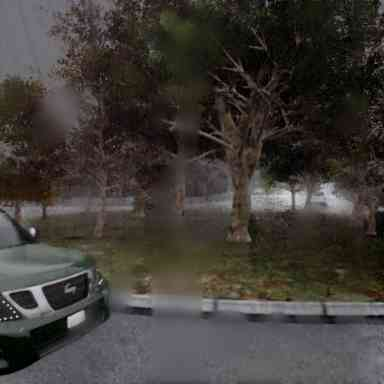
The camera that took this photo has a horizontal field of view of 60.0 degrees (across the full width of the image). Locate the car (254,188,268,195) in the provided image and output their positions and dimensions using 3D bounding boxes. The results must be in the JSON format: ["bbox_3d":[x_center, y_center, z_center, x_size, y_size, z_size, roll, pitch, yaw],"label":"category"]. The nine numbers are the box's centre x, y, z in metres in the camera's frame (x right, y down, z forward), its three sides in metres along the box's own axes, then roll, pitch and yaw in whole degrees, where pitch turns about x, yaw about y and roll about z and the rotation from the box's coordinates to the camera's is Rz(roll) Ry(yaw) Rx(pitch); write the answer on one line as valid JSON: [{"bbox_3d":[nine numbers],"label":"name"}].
[{"bbox_3d":[15.507,-0.205,75.520,1.946,1.575,5.366,0,4,27],"label":"car"}]

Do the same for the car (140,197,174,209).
[{"bbox_3d":[-4.710,1.424,44.523,4.181,1.385,1.994,0,0,-19],"label":"car"}]

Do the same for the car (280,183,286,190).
[{"bbox_3d":[22.983,-1.535,90.572,2.435,2.045,5.566,0,4,26],"label":"car"}]

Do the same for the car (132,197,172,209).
[{"bbox_3d":[-4.925,1.378,40.882,4.892,1.490,1.837,0,0,-24],"label":"car"}]

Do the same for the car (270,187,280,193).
[{"bbox_3d":[20.413,-0.915,85.394,1.946,1.575,5.366,0,4,26],"label":"car"}]

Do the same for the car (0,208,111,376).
[{"bbox_3d":[-3.981,1.184,5.181,5.566,2.045,2.150,1,0,22],"label":"car"}]

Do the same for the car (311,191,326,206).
[{"bbox_3d":[18.119,0.858,48.496,2.150,2.045,5.566,0,2,14],"label":"car"}]
